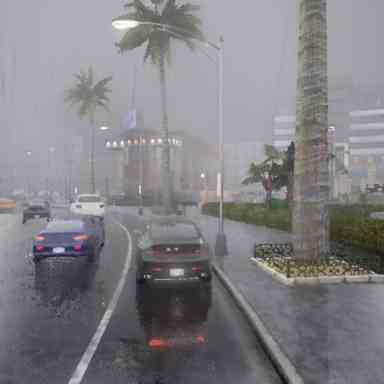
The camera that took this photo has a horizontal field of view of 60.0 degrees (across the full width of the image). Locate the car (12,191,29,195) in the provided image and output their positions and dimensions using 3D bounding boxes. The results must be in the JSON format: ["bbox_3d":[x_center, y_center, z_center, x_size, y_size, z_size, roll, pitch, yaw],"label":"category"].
[{"bbox_3d":[-37.893,1.221,71.704,4.553,1.767,2.185,0,0,21],"label":"car"}]

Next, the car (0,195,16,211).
[{"bbox_3d":[-22.545,1.458,39.222,5.008,1.535,1.882,0,0,42],"label":"car"}]

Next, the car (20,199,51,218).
[{"bbox_3d":[-12.069,1.493,25.787,1.837,1.490,4.892,1,-1,-26],"label":"car"}]

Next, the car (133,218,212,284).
[{"bbox_3d":[-0.632,1.504,9.664,1.837,1.490,4.892,0,0,-7],"label":"car"}]

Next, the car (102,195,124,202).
[{"bbox_3d":[-18.150,1.405,76.319,4.674,1.452,2.002,0,0,21],"label":"car"}]

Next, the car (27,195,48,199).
[{"bbox_3d":[-19.668,1.461,41.323,5.008,1.535,1.882,0,0,43],"label":"car"}]

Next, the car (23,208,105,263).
[{"bbox_3d":[-4.239,1.522,11.926,1.812,1.442,4.674,0,0,-9],"label":"car"}]

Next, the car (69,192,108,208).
[{"bbox_3d":[-8.371,1.213,26.269,2.150,2.045,5.566,0,0,-24],"label":"car"}]
